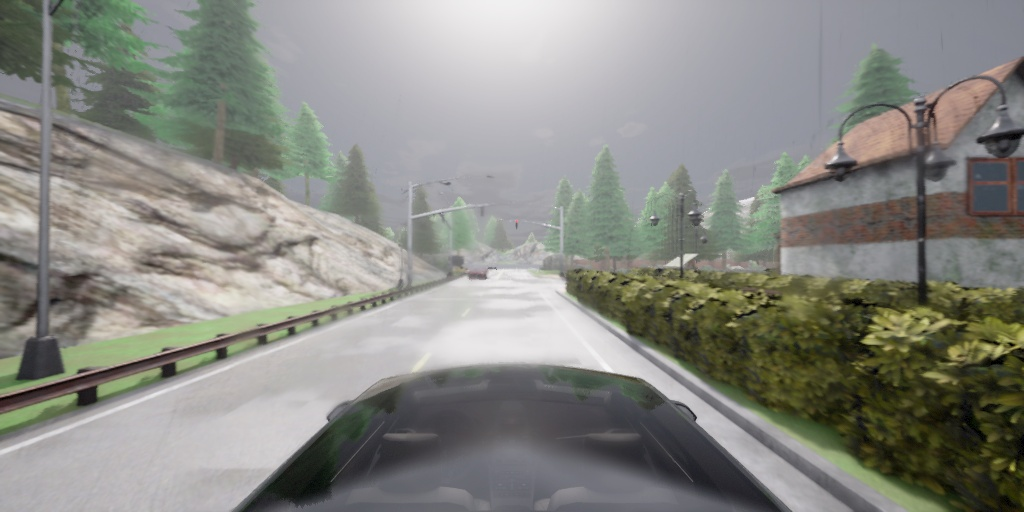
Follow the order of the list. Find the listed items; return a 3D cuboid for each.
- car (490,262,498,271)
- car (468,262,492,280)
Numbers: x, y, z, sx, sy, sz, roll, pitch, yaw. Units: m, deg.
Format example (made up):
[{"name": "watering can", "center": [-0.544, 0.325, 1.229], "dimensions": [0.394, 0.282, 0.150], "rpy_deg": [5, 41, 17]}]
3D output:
[{"name": "car", "center": [-3.499, 1.857, 64.685], "dimensions": [1.882, 1.535, 5.008], "rpy_deg": [0, -1, 0]}, {"name": "car", "center": [-3.499, 1.747, 38.070], "dimensions": [1.882, 1.535, 5.008], "rpy_deg": [0, 0, 0]}]
